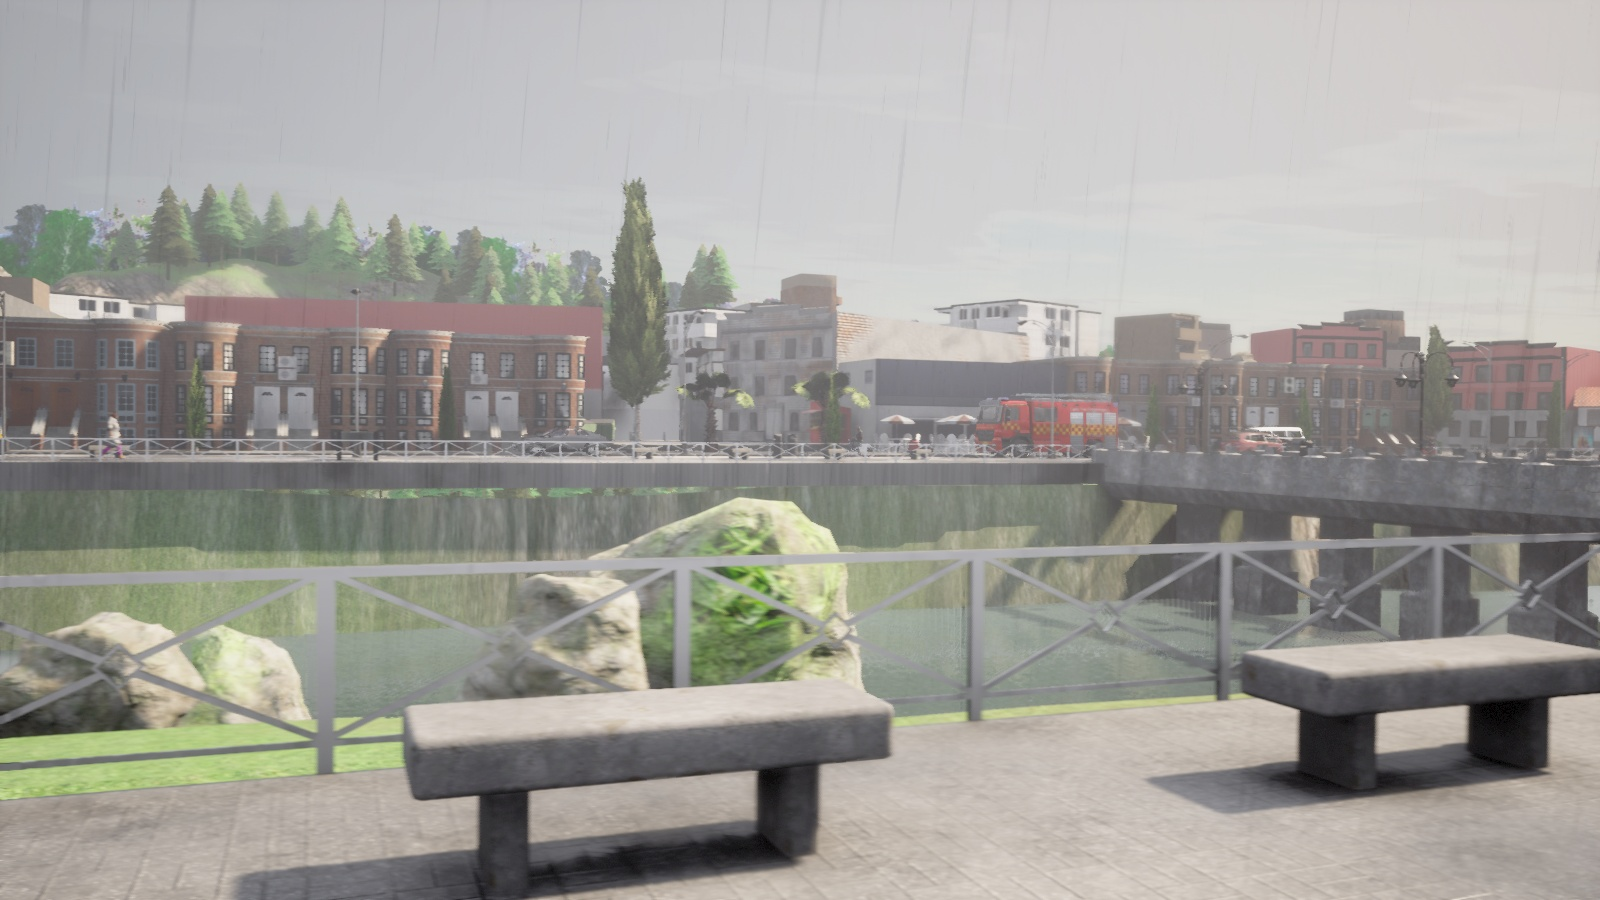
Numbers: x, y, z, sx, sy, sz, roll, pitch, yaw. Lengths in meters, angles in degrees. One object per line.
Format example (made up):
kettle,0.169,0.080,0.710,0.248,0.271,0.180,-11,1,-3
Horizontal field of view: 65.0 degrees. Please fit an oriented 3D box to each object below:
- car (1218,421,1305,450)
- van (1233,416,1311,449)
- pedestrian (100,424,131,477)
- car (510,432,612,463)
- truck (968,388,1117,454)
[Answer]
car,27.933,-0.898,76.072,4.611,1.667,2.242,-1,1,-21
van,30.564,-1.133,81.348,4.480,2.038,2.069,-1,1,-21
pedestrian,-25.955,0.014,47.605,0.873,1.952,0.659,-1,1,-16
car,-12.385,-0.170,65.031,4.902,1.511,2.128,-1,1,-21
truck,14.534,-1.748,75.246,8.468,3.827,2.891,-1,1,-21
